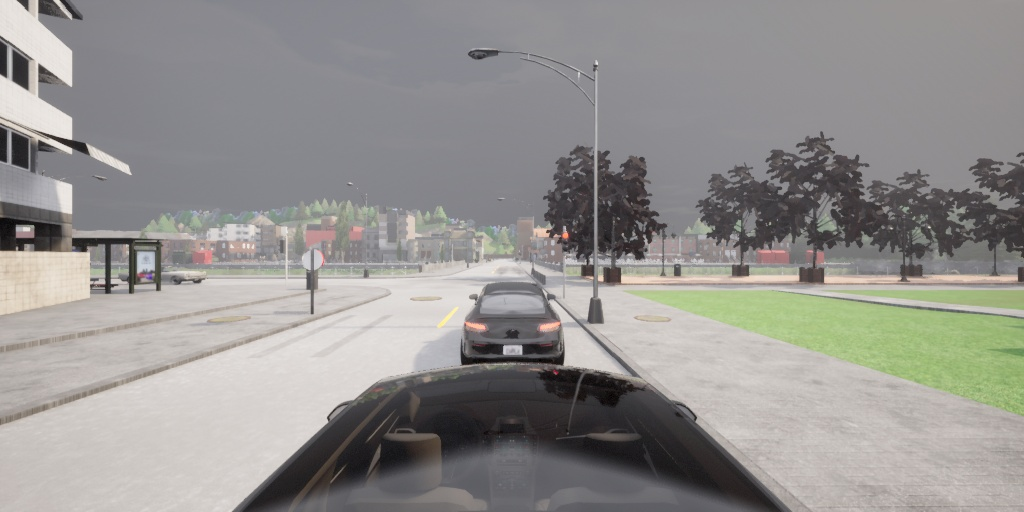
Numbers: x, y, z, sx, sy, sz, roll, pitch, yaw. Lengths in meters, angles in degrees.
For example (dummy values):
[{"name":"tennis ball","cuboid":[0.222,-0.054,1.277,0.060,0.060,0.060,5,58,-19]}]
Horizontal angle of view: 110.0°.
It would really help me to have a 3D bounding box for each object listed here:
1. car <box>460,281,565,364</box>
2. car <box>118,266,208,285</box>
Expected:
[{"name":"car","cuboid":[0.007,1.276,7.794,1.812,1.442,4.674,0,0,0]},{"name":"car","cuboid":[-24.467,1.351,25.288,4.718,1.301,1.895,0,0,0]}]
